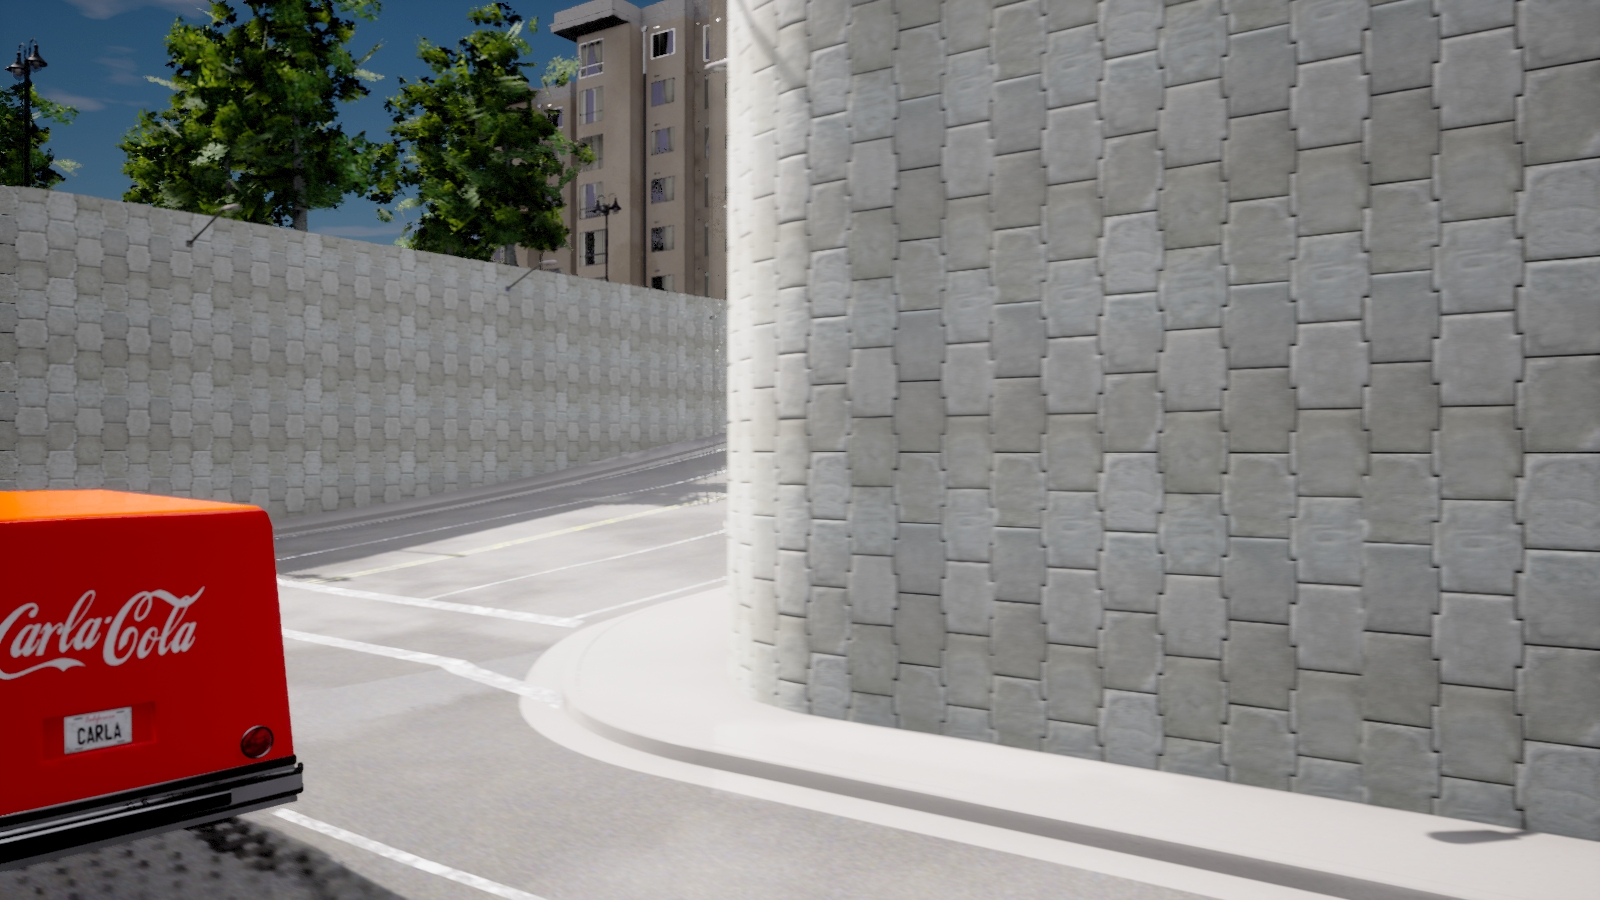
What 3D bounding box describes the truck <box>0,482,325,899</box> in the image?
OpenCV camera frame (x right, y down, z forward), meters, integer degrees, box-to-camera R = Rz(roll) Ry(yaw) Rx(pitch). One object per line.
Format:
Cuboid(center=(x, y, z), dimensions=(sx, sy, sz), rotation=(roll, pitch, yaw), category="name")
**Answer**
Cuboid(center=(-6.054, 1.563, 8.533), dimensions=(5.204, 2.467, 2.627), rotation=(0, 1, 42), category="truck")
